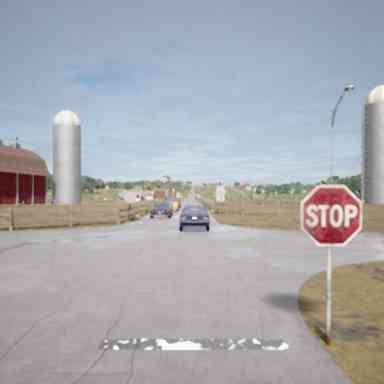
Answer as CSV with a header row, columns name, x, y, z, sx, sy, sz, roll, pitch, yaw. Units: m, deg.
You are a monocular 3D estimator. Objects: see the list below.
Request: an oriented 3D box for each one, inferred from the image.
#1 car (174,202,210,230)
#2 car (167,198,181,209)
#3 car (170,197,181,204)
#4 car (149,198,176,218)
name,x,y,z,sx,sy,sz,roll,pitch,yaw
car,0.165,1.567,21.230,2.033,1.411,5.357,0,-1,0
car,-2.687,1.687,50.708,1.882,1.535,5.008,0,-1,0
car,-2.722,1.488,40.567,2.097,1.767,4.553,0,0,0
car,-2.757,1.597,30.868,1.837,1.490,4.892,0,0,0
